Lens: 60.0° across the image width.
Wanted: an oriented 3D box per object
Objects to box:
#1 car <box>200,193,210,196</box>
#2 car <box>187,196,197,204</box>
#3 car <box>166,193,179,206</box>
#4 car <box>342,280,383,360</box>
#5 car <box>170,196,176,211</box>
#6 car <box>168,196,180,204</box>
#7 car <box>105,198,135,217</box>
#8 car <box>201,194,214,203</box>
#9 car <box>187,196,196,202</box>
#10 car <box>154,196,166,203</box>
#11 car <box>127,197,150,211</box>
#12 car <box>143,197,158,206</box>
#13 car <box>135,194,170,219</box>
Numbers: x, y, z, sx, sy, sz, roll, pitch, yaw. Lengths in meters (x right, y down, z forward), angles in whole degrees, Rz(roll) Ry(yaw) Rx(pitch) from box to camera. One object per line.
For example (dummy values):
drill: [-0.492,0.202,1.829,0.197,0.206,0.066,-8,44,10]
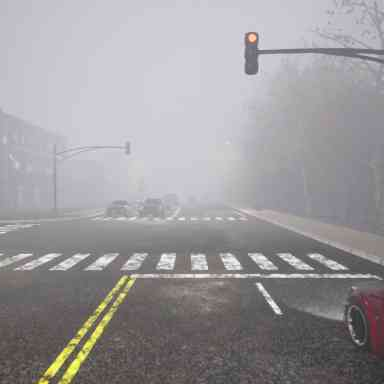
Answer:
car: [3.139,1.195,76.284,2.150,2.045,5.566,0,0,0]
car: [0.004,1.454,64.795,1.882,1.535,5.008,0,0,0]
car: [-3.416,1.204,53.603,2.150,2.045,5.566,0,0,1]
car: [3.348,1.563,3.519,1.994,1.385,4.181,0,0,0]
car: [-3.407,1.534,41.206,2.033,1.411,5.357,0,0,0]
car: [-3.393,1.524,64.554,2.033,1.411,5.357,0,0,0]
car: [-6.644,1.496,30.845,1.837,1.490,4.892,0,0,0]
car: [3.248,1.576,66.101,1.895,1.301,4.718,0,0,0]
car: [-0.114,1.564,77.262,1.895,1.301,4.718,0,0,0]
car: [-6.604,1.574,69.002,1.895,1.301,4.718,0,0,0]
car: [-6.655,1.478,42.149,2.128,1.511,4.902,0,0,0]
car: [-6.660,1.507,53.793,1.812,1.442,4.674,0,0,0]
car: [-3.390,1.344,29.282,2.097,1.767,4.553,0,0,0]
